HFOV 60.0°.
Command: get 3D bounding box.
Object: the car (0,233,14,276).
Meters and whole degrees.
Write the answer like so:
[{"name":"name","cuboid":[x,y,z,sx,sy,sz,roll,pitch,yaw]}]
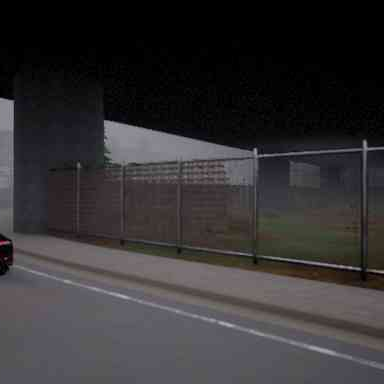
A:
[{"name":"car","cuboid":[-6.617,1.442,9.050,4.902,1.511,2.128,0,0,40]}]
